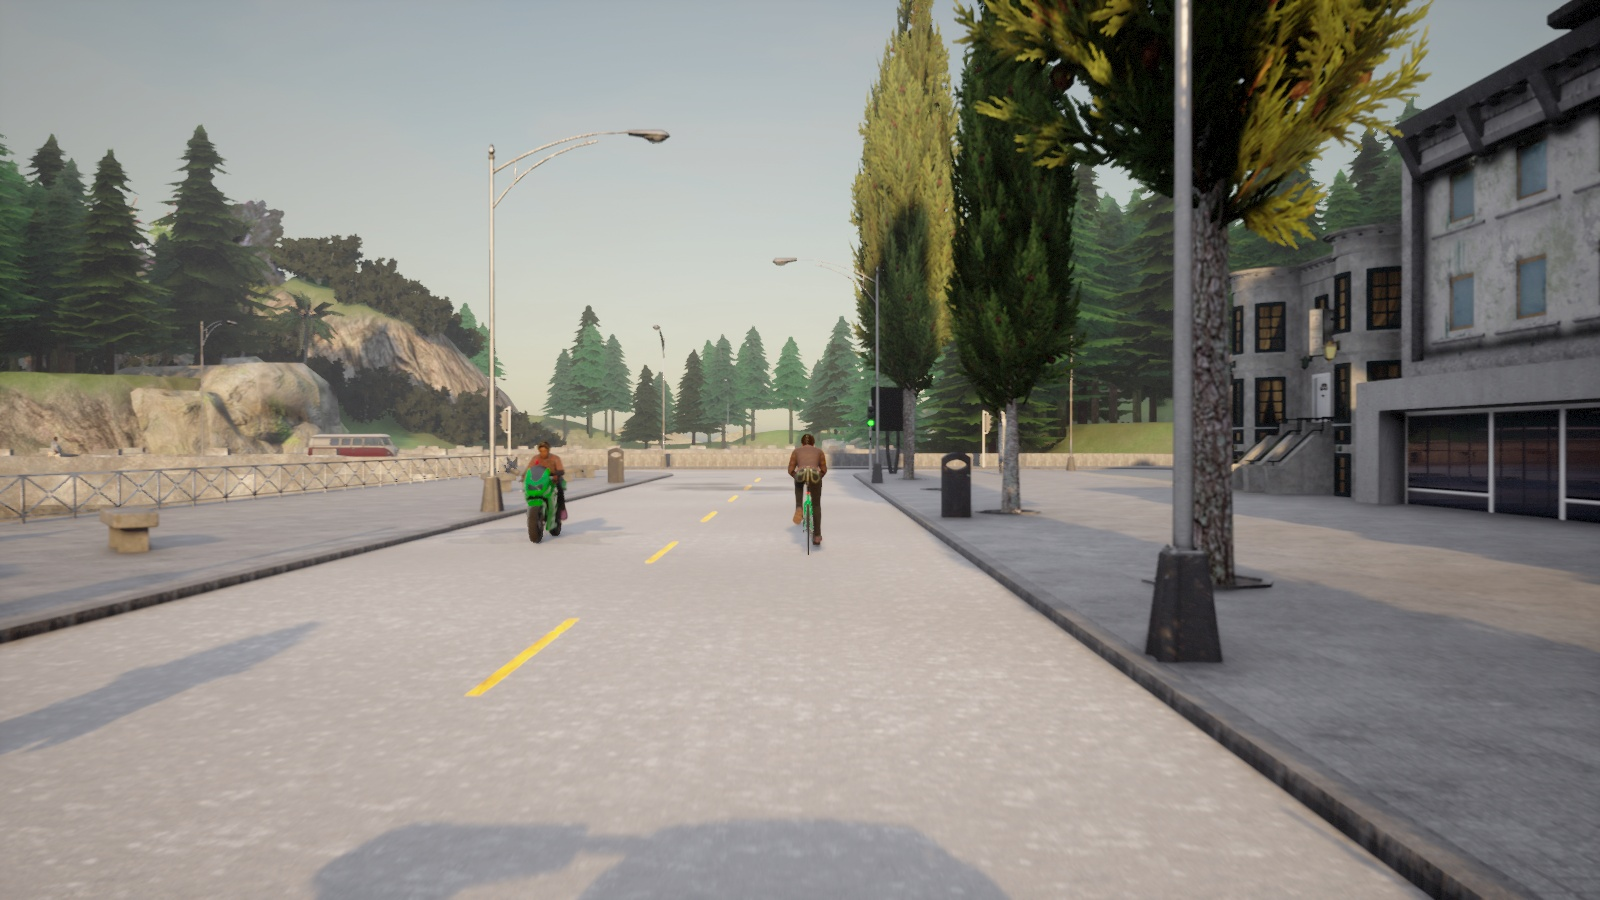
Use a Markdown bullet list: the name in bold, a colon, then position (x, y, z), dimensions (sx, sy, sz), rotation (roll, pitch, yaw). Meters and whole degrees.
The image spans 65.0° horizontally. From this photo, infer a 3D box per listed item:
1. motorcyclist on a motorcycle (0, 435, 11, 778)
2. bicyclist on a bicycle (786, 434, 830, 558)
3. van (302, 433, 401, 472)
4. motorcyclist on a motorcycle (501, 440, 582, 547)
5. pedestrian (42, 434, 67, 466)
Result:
- **motorcyclist on a motorcycle**: position (-3.958, 0.699, 4.634), dimensions (0.797, 1.523, 2.044), rotation (0, 0, 0)
- **bicyclist on a bicycle**: position (0.111, 0.602, 17.261), dimensions (0.582, 1.620, 1.656), rotation (0, 0, 0)
- **van**: position (-22.970, 0.117, 64.473), dimensions (4.442, 1.987, 1.775), rotation (0, 0, 0)
- **motorcyclist on a motorcycle**: position (-3.879, 0.618, 18.990), dimensions (0.797, 1.523, 2.044), rotation (0, 0, 0)
- **pedestrian**: position (-43.030, 0.013, 72.513), dimensions (0.900, 1.855, 0.874), rotation (0, 0, 1)
